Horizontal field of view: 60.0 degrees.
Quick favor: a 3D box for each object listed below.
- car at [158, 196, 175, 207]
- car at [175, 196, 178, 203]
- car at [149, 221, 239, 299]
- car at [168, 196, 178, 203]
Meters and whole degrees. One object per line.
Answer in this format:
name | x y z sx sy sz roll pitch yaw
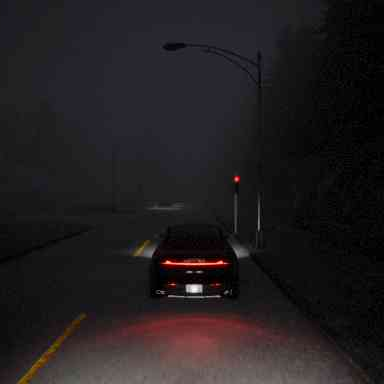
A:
car | -4.082 1.477 51.186 1.882 1.535 5.008 0 0 0
car | -4.057 1.477 60.531 1.882 1.535 5.008 0 0 0
car | 0.061 1.505 8.459 1.837 1.490 4.892 0 0 0
car | -3.983 1.522 70.733 1.812 1.442 4.674 0 0 0
